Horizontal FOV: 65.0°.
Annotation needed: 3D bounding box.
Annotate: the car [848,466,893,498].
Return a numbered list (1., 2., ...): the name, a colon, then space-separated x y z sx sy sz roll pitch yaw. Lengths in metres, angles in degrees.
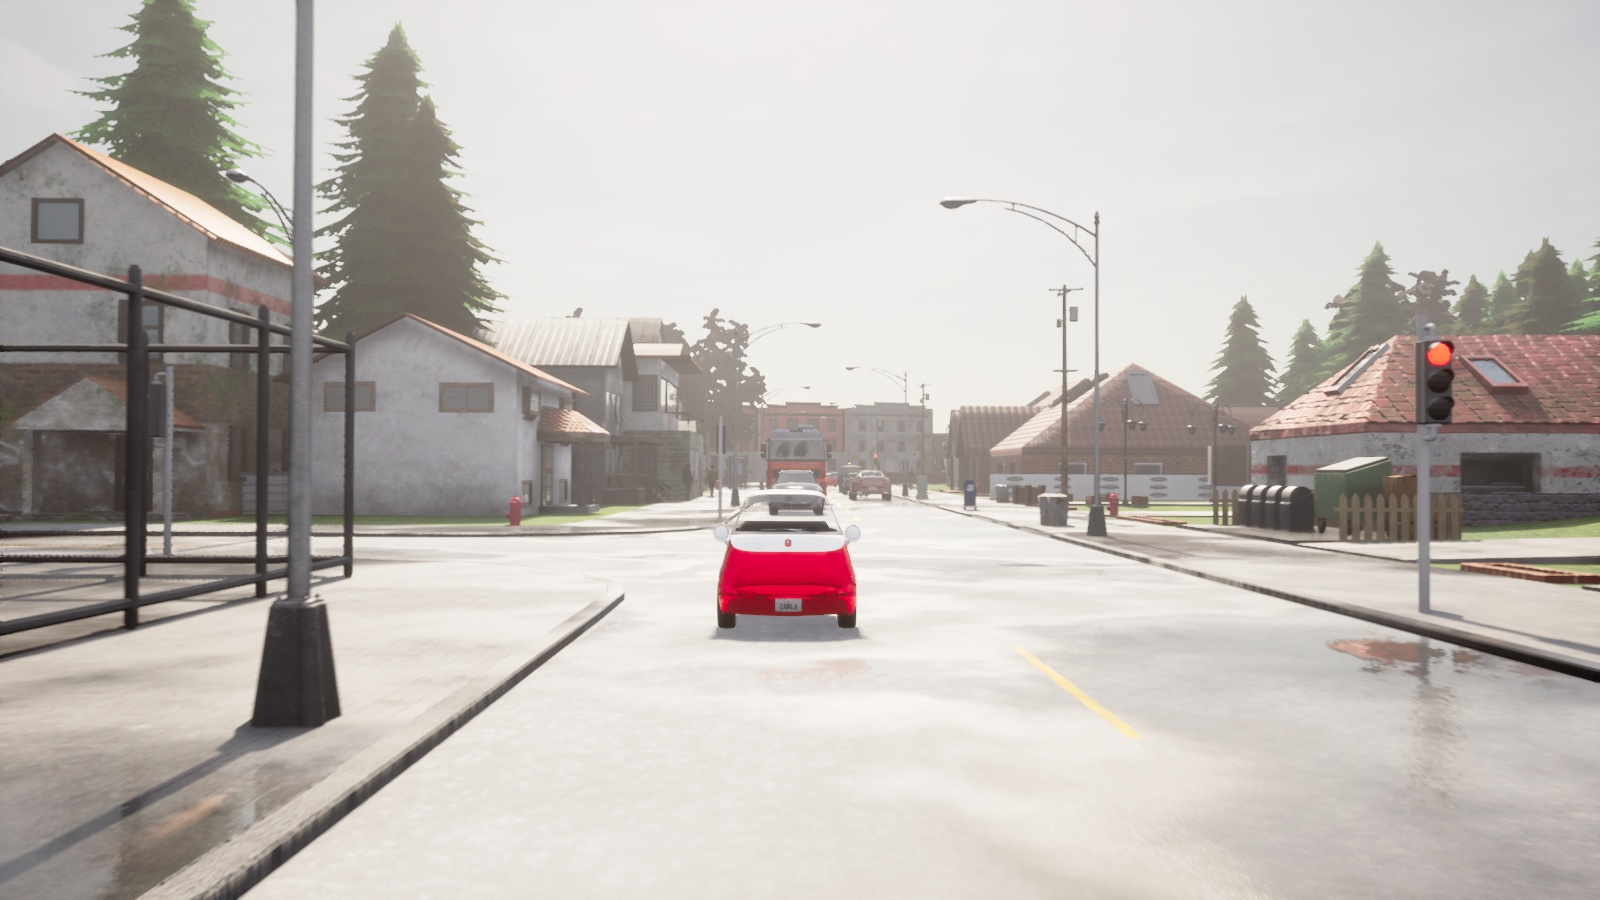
1. car: 3.816 1.725 68.485 2.152 1.651 5.027 0 -1 0

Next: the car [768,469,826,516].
1. car: -0.133 1.522 46.418 2.033 1.649 4.856 0 -1 -1

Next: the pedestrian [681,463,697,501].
1. pedestrian: -5.449 1.577 61.562 0.370 1.835 0.726 -1 -1 44

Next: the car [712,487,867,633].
1. car: -0.142 1.090 13.156 1.481 1.376 2.207 0 -1 -2

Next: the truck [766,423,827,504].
1. truck: -0.174 0.718 63.742 2.891 3.827 8.468 0 -1 0

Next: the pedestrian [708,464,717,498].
1. pedestrian: -4.819 1.704 69.303 0.431 1.840 0.709 0 -1 0

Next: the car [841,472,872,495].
1. car: 3.774 2.227 84.440 1.816 1.474 4.193 0 -1 0

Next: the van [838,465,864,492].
1. van: 3.737 2.110 93.046 1.775 1.987 4.442 0 -1 0
